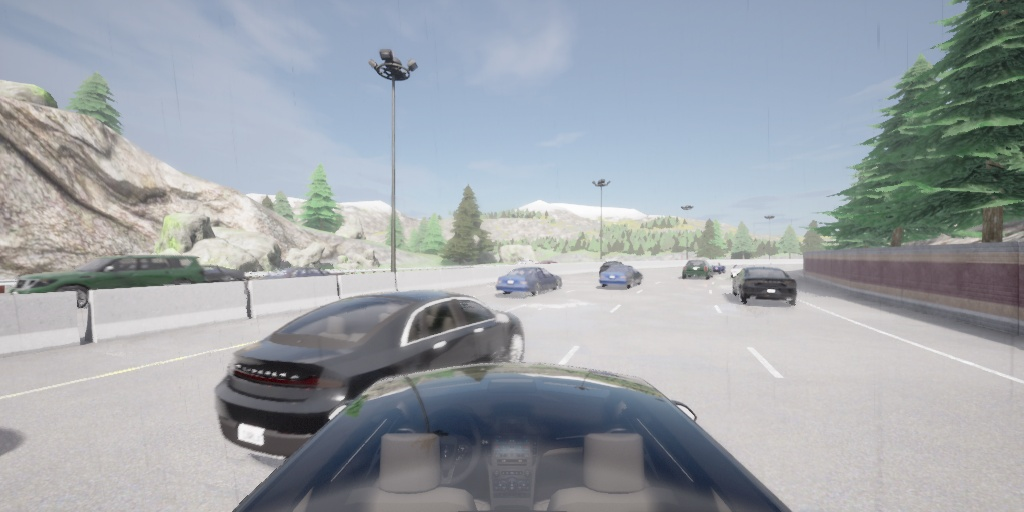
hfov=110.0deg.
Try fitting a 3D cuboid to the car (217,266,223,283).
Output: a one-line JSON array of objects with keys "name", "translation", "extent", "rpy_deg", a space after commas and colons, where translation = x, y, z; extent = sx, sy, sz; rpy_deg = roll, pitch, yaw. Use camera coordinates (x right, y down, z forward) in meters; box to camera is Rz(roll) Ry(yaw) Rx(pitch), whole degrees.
[{"name": "car", "translation": [-20.514, 1.297, 23.315], "extent": [2.033, 1.411, 5.357], "rpy_deg": [0, 0, 24]}]

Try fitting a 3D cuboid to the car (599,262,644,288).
[{"name": "car", "translation": [7.292, 1.297, 23.688], "extent": [2.033, 1.411, 5.357], "rpy_deg": [0, 0, 30]}]

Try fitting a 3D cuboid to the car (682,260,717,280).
[{"name": "car", "translation": [16.570, 1.102, 31.862], "extent": [2.097, 1.767, 4.553], "rpy_deg": [0, 0, 34]}]

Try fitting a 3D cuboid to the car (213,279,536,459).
[{"name": "car", "translation": [-1.297, 1.252, 5.235], "extent": [1.837, 1.490, 4.892], "rpy_deg": [0, -1, 21]}]

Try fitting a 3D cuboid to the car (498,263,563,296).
[{"name": "car", "translation": [1.069, 1.297, 19.378], "extent": [2.033, 1.411, 5.357], "rpy_deg": [0, 0, 27]}]

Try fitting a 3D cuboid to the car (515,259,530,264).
[{"name": "car", "translation": [2.253, 1.192, 54.187], "extent": [1.812, 1.442, 4.674], "rpy_deg": [0, 0, 38]}]

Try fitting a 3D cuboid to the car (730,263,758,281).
[{"name": "car", "translation": [20.190, 1.350, 31.065], "extent": [1.895, 1.301, 4.718], "rpy_deg": [0, 0, 35]}]

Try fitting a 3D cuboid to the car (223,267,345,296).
[{"name": "car", "translation": [-11.168, 1.297, 18.523], "extent": [2.033, 1.411, 5.357], "rpy_deg": [0, 0, 24]}]

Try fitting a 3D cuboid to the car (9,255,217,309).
[{"name": "car", "translation": [-16.406, 0.971, 15.154], "extent": [2.150, 2.045, 5.566], "rpy_deg": [0, 0, 22]}]

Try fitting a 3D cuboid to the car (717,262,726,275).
[{"name": "car", "translation": [22.514, 1.351, 39.975], "extent": [1.895, 1.301, 4.718], "rpy_deg": [0, 0, 38]}]

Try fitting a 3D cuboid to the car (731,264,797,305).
[{"name": "car", "translation": [11.300, 1.227, 16.286], "extent": [1.882, 1.535, 5.008], "rpy_deg": [0, 0, 27]}]

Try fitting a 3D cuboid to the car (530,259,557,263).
[{"name": "car", "translation": [5.011, 1.279, 52.033], "extent": [1.812, 1.442, 4.674], "rpy_deg": [0, 0, 38]}]
